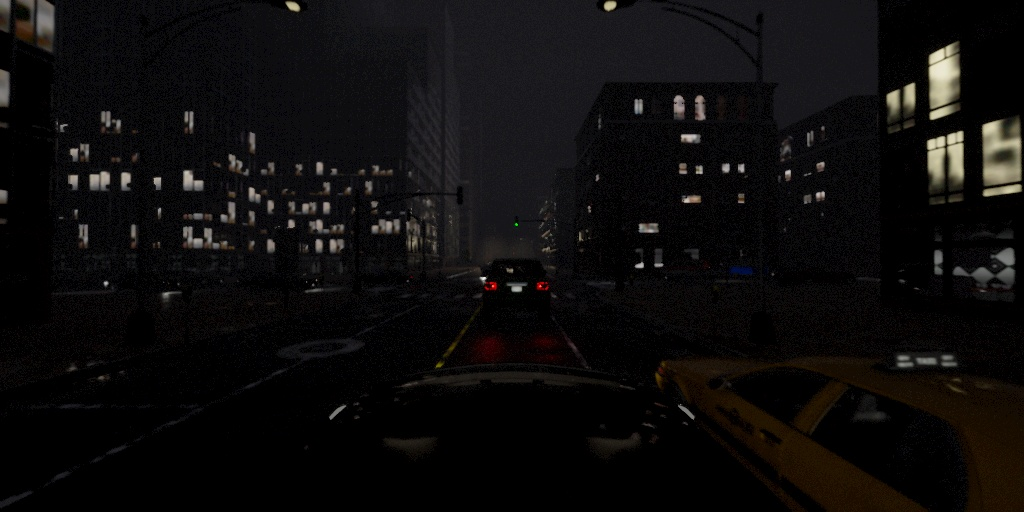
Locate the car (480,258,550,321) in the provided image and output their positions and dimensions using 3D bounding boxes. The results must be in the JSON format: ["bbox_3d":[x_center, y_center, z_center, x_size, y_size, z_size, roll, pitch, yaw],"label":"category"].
[{"bbox_3d":[0.132,1.112,13.299,2.150,2.045,5.566,0,-1,0],"label":"car"}]

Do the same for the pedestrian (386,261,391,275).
[{"bbox_3d":[-12.257,1.431,35.385,0.375,1.860,0.375,0,0,-1],"label":"pedestrian"}]

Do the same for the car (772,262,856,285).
[{"bbox_3d":[21.150,1.303,24.830,4.507,1.381,1.888,0,0,0],"label":"car"}]

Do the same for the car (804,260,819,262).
[{"bbox_3d":[24.463,1.264,30.280,4.902,1.511,2.128,-1,-1,-1],"label":"car"}]

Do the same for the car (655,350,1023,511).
[{"bbox_3d":[2.564,1.283,2.497,1.751,1.417,4.829,0,0,0],"label":"car"}]

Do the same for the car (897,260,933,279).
[{"bbox_3d":[34.227,1.181,30.341,4.674,1.442,1.812,-1,-1,0],"label":"car"}]

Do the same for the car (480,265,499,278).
[{"bbox_3d":[-2.719,1.812,43.723,2.033,1.411,5.357,0,-1,-1],"label":"car"}]

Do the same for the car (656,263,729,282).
[{"bbox_3d":[15.137,1.488,30.207,4.718,1.301,1.895,-1,-1,0],"label":"car"}]

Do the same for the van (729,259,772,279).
[{"bbox_3d":[21.064,1.180,32.710,3.998,1.789,1.690,0,0,0],"label":"van"}]

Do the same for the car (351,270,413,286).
[{"bbox_3d":[-10.882,1.818,29.998,4.718,1.301,1.895,-1,-1,6],"label":"car"}]

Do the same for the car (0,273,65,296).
[{"bbox_3d":[-33.860,2.029,24.325,4.313,1.339,1.948,0,0,-1],"label":"car"}]

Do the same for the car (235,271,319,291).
[{"bbox_3d":[-17.621,1.822,26.964,5.357,1.411,2.033,-1,-1,-1],"label":"car"}]

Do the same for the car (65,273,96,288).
[{"bbox_3d":[-39.614,2.201,32.114,4.207,1.307,1.802,0,0,-1],"label":"car"}]

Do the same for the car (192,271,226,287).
[{"bbox_3d":[-28.319,2.019,32.230,4.403,1.370,2.007,0,0,-1],"label":"car"}]

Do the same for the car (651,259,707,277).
[{"bbox_3d":[15.408,1.223,32.666,5.009,1.841,2.192,0,0,0],"label":"car"}]

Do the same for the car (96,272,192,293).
[{"bbox_3d":[-27.436,1.908,26.866,4.892,1.490,1.837,-1,-1,-1],"label":"car"}]
